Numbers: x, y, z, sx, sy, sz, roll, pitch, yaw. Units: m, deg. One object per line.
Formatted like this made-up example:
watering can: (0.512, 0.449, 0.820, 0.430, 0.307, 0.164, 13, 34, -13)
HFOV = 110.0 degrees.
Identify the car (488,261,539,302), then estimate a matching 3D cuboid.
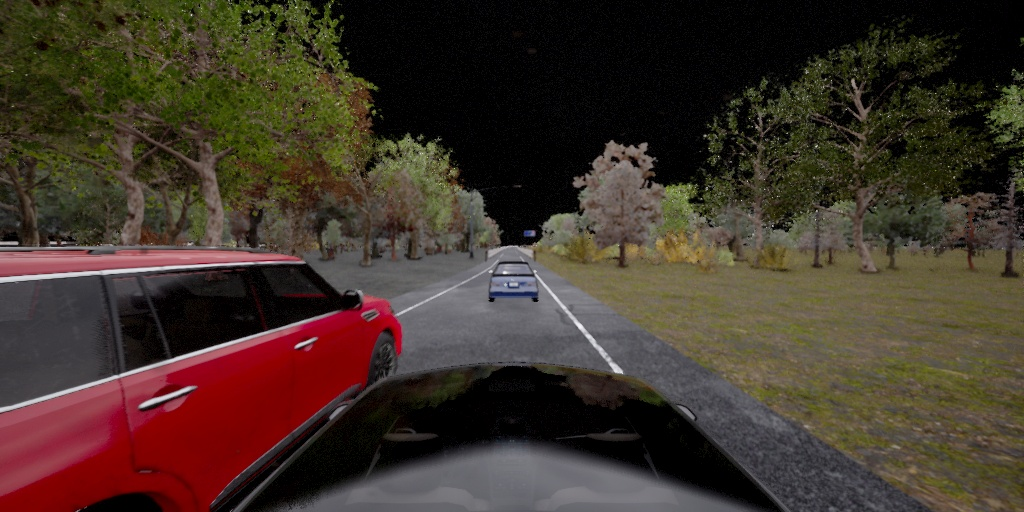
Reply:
car: (0.044, 0.918, 14.431, 2.033, 1.411, 5.357, 0, 2, 0)

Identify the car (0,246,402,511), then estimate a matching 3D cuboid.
car: (-2.762, 0.936, 2.927, 2.150, 2.045, 5.566, 0, 2, 2)
